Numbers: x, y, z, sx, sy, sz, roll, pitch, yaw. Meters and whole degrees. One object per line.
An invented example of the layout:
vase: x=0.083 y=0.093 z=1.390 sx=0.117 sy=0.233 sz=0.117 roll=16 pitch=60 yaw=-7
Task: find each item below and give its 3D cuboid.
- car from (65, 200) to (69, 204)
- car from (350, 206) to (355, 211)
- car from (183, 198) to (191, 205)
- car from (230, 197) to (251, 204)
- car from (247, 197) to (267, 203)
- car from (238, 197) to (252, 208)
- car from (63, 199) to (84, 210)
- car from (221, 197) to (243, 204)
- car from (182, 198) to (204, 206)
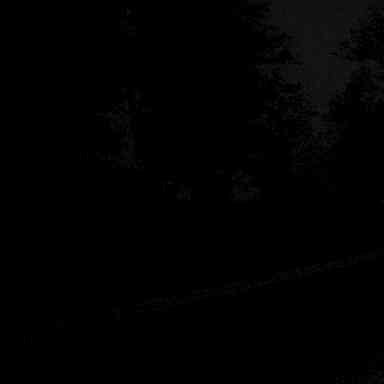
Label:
car: x=-16.706 y=1.972 z=42.984 sx=2.435 sy=2.045 sz=5.566 roll=0 pitch=0 yaw=-36
car: x=19.419 y=1.709 z=36.969 sx=1.895 sy=1.301 sz=4.718 roll=4 pitch=-3 yaw=-33
car: x=-2.079 y=2.081 z=69.736 sx=2.097 sy=1.535 sz=5.008 roll=0 pitch=0 yaw=-36
car: x=11.550 y=1.995 z=79.586 sx=2.097 sy=1.535 sz=5.008 roll=0 pitch=0 yaw=-36
car: x=16.081 y=2.005 z=82.891 sx=2.163 sy=1.488 sz=4.792 roll=0 pitch=0 yaw=-36
car: x=9.248 y=1.938 z=51.498 sx=2.128 sy=1.511 sz=4.902 roll=5 pitch=-5 yaw=-38
car: x=-20.234 y=2.071 z=56.569 sx=2.185 sy=1.767 sz=4.553 roll=0 pitch=0 yaw=-36
car: x=9.392 y=2.005 z=77.792 sx=1.946 sy=1.575 sz=5.366 roll=0 pitch=0 yaw=-36
car: x=0.179 y=2.096 z=71.397 sx=2.163 sy=1.488 sz=4.792 roll=0 pitch=0 yaw=-36
